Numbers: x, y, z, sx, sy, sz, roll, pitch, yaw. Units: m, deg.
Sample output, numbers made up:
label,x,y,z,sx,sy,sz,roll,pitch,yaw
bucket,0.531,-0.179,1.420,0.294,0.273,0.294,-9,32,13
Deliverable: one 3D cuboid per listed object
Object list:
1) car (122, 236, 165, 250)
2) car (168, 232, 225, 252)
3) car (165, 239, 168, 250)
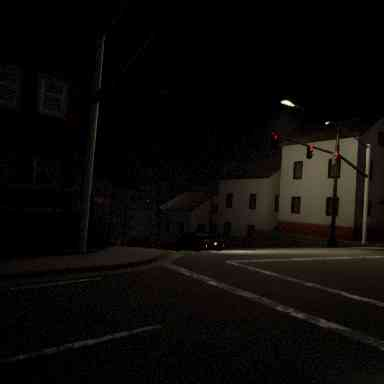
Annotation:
label,x,y,z,sx,sy,sz,roll,pitch,yaw
car,-4.831,4.815,30.864,1.882,1.535,5.008,6,-15,-35
car,0.405,3.529,23.630,1.994,1.385,4.181,6,-12,-35
car,-1.790,5.201,32.924,1.994,1.385,4.181,6,-15,-35
